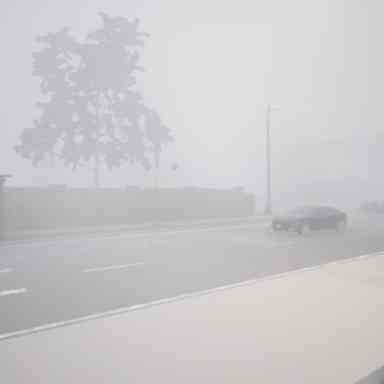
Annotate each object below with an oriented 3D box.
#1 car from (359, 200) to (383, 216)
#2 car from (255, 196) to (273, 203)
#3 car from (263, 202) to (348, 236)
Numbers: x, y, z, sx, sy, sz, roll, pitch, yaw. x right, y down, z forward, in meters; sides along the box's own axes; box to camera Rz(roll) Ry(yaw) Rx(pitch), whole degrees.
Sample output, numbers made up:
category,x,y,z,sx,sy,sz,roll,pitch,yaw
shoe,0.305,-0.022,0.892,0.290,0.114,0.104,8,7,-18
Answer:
category,x,y,z,sx,sy,sz,roll,pitch,yaw
car,17.546,1.452,29.646,2.128,1.511,4.902,0,0,-35
car,12.793,1.431,60.977,1.812,1.442,4.674,0,0,-35
car,6.512,1.458,18.349,5.008,1.535,1.882,0,0,-34
